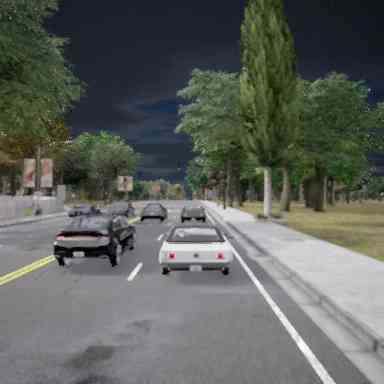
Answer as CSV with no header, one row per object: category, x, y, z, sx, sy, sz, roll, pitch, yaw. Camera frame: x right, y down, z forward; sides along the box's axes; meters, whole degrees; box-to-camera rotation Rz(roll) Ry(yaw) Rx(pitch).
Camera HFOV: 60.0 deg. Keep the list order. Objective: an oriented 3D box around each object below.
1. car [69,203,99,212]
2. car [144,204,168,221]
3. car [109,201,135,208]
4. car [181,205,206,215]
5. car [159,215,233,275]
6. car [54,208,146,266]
car,-9.818,1.699,30.755,1.994,1.385,4.181,0,0,0
car,-3.140,1.683,28.248,1.994,1.385,4.181,0,0,0
car,-6.566,1.645,31.370,1.837,1.490,4.892,0,-1,0
car,0.109,1.709,26.262,1.895,1.301,4.718,0,0,0
car,0.096,1.637,10.567,1.895,1.301,4.718,0,0,0
car,-3.146,1.532,11.667,2.128,1.511,4.902,0,0,0
